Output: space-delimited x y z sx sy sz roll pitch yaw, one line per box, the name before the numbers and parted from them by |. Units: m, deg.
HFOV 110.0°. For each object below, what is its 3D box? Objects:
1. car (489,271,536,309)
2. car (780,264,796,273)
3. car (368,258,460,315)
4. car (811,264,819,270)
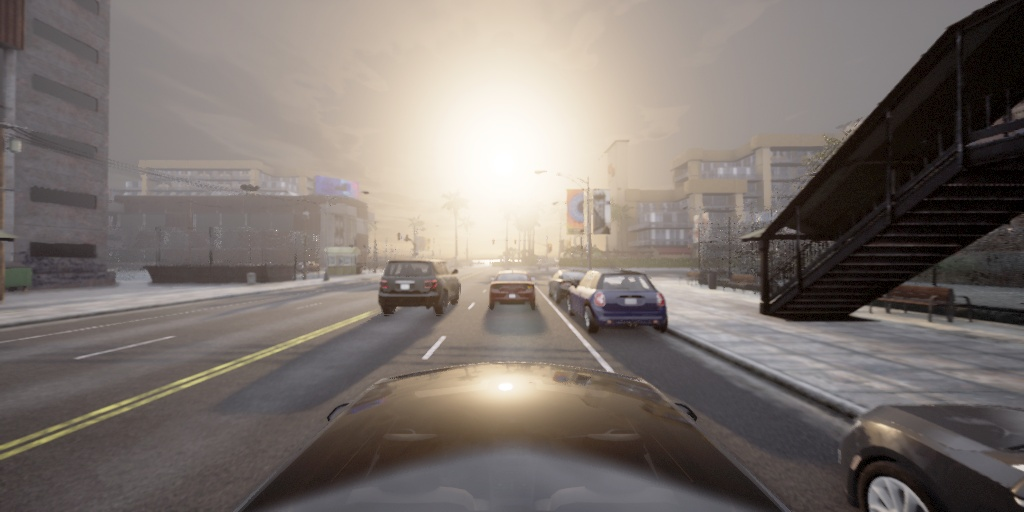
car | 0.036 1.385 16.078 1.882 1.535 5.008 0 0 1
car | 38.745 1.829 52.081 4.674 1.442 1.812 0 -1 0
car | -3.484 1.115 14.401 2.150 2.045 5.566 0 0 0
car | 42.454 1.743 48.585 5.008 1.535 1.882 0 -1 0
